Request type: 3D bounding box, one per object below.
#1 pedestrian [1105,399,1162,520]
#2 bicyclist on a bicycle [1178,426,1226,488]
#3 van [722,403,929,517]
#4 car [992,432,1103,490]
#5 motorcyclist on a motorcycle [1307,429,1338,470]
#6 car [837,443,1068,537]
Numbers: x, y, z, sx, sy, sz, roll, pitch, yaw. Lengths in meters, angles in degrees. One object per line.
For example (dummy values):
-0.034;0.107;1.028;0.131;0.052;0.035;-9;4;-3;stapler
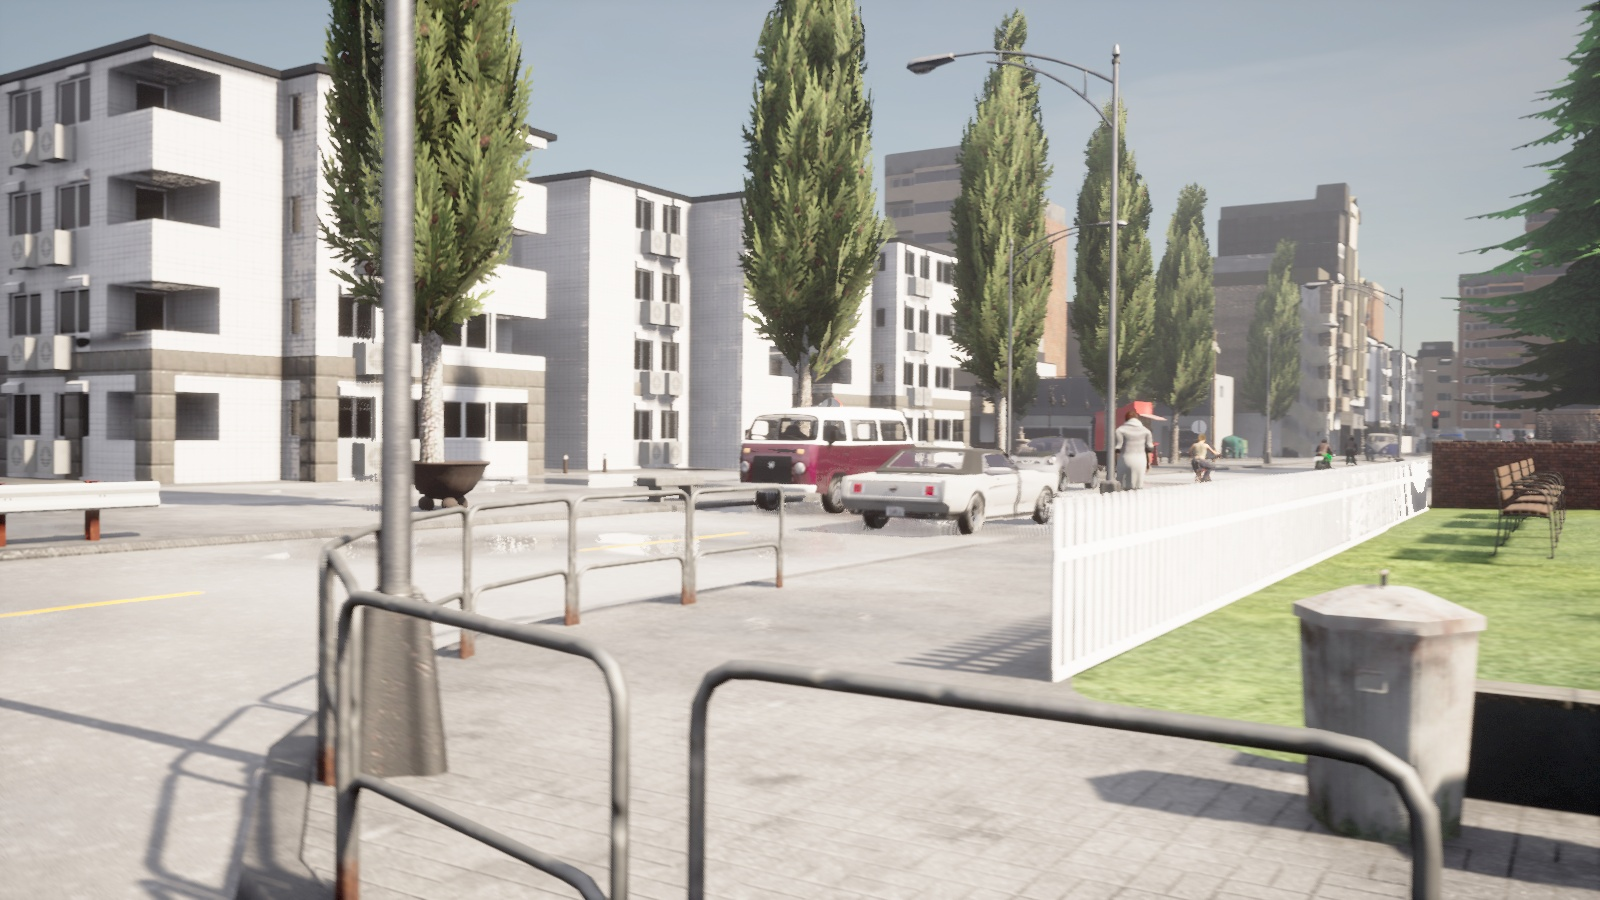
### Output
5.481;0.144;20.684;0.659;1.952;0.873;0;1;-3;pedestrian
10.716;0.181;33.421;0.866;1.612;1.509;0;1;32;bicyclist on a bicycle
0.615;0.151;24.813;2.069;2.038;4.480;0;1;32;van
6.939;0.270;34.915;1.845;1.501;3.633;0;1;32;car
20.224;-0.031;48.603;0.797;1.523;2.044;0;1;32;motorcyclist on a motorcycle
2.628;0.565;20.500;1.895;1.301;4.718;0;1;32;car
